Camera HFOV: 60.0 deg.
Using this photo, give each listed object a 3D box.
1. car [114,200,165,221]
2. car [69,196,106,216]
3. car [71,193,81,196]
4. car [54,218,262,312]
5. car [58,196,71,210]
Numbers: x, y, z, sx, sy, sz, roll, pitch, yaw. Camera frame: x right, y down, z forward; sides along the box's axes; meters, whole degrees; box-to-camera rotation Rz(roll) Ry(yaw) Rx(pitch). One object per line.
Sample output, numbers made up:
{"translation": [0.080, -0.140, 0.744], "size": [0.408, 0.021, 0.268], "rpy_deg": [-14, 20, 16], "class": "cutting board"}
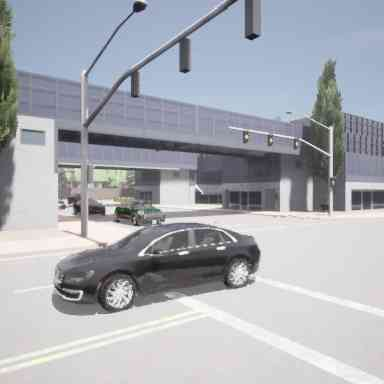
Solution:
{"translation": [-3.771, 1.352, 23.552], "size": [2.097, 1.767, 4.553], "rpy_deg": [0, 0, -36], "class": "car"}
{"translation": [-9.932, 1.478, 32.013], "size": [1.882, 1.535, 5.008], "rpy_deg": [0, 0, -36], "class": "car"}
{"translation": [-20.048, 1.221, 58.139], "size": [2.150, 2.045, 5.566], "rpy_deg": [0, 0, -36], "class": "car"}
{"translation": [-0.580, 1.505, 7.742], "size": [4.892, 1.490, 1.837], "rpy_deg": [0, -1, -32], "class": "car"}
{"translation": [-17.590, 1.492, 42.552], "size": [2.128, 1.511, 4.902], "rpy_deg": [0, 0, -36], "class": "car"}
